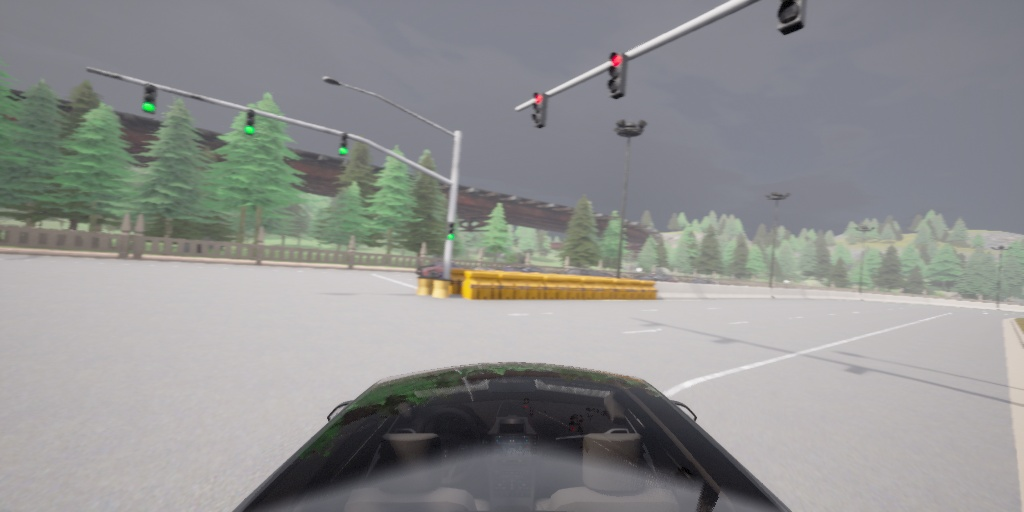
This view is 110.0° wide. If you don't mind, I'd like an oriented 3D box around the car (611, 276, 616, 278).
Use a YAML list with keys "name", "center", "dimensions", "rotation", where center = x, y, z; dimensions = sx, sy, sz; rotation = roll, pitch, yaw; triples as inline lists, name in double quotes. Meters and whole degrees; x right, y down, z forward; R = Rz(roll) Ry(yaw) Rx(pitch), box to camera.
- name: "car"
  center: [8.287, 2.285, 34.216]
  dimensions: [5.357, 1.411, 2.033]
  rotation: [5, -1, -36]

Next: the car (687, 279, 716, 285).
- name: "car"
  center: [20.302, 3.273, 38.656]
  dimensions: [4.892, 1.490, 1.837]
  rotation: [5, -1, -36]

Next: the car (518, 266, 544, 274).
- name: "car"
  center: [0.171, 1.560, 28.263]
  dimensions: [5.357, 1.411, 2.033]
  rotation: [5, -1, -36]

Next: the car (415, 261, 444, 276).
- name: "car"
  center: [-5.474, 1.114, 28.459]
  dimensions: [4.181, 1.385, 1.994]
  rotation: [5, -1, -36]

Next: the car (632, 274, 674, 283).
- name: "car"
  center: [12.344, 2.563, 32.846]
  dimensions: [4.892, 1.490, 1.837]
  rotation: [5, -1, -36]

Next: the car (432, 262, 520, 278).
- name: "car"
  center: [-2.182, 1.363, 22.201]
  dimensions: [4.718, 1.301, 1.895]
  rotation: [5, -1, -36]

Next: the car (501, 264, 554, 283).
- name: "car"
  center: [1.493, 1.697, 33.565]
  dimensions: [4.674, 1.442, 1.812]
  rotation: [5, -1, -36]

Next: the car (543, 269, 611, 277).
- name: "car"
  center: [5.020, 1.756, 27.470]
  dimensions: [4.553, 1.767, 2.097]
  rotation: [5, -1, -36]

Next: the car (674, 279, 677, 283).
- name: "car"
  center: [16.539, 2.825, 40.236]
  dimensions: [4.553, 1.767, 2.097]
  rotation: [5, -1, -36]
